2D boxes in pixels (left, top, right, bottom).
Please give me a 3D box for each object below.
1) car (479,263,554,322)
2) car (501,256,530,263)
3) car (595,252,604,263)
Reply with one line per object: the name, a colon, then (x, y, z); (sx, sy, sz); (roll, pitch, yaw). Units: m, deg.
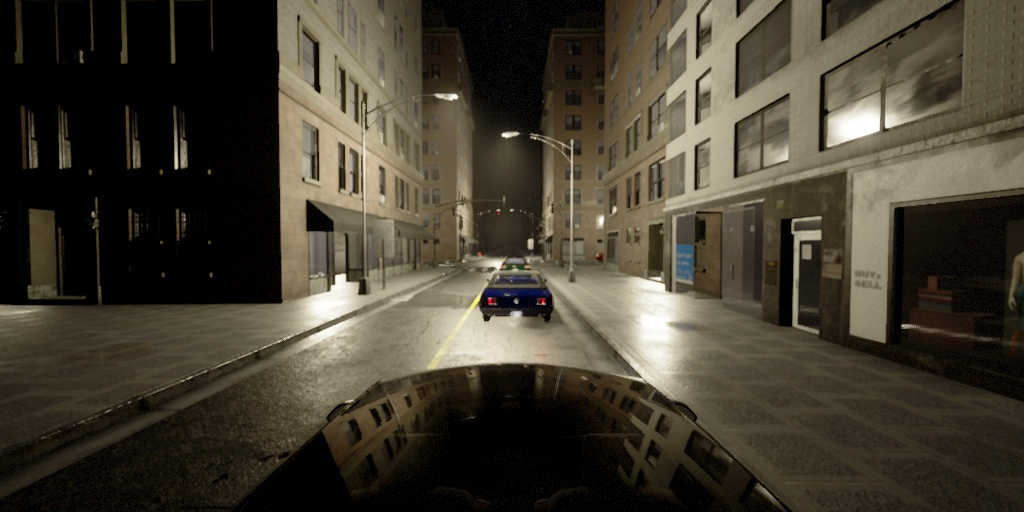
car: (0.146, 1.079, 11.011); (1.895, 1.301, 4.718); (0, 2, 1)
car: (0.207, 0.702, 22.845); (1.994, 1.385, 4.181); (0, 2, 0)
car: (12.478, -0.091, 42.687); (5.009, 1.841, 2.192); (0, 0, 0)
